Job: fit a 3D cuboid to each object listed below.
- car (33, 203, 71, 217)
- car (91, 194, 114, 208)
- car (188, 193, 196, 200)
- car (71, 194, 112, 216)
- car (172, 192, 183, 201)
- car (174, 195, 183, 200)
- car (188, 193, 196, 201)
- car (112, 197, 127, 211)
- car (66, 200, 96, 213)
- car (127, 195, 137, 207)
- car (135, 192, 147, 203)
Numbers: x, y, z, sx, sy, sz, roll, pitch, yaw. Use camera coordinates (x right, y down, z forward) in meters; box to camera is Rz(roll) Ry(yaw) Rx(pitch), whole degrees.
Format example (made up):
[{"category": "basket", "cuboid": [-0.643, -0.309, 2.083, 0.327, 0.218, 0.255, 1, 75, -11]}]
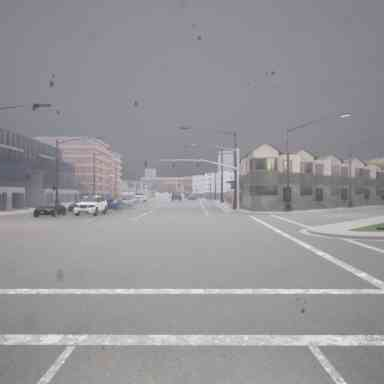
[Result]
[{"category": "car", "cuboid": [-14.125, 1.751, 33.308, 1.994, 1.385, 4.181, 0, 0, 0]}, {"category": "car", "cuboid": [-14.131, 1.341, 52.724, 2.150, 2.045, 5.566, 0, 1, 0]}, {"category": "car", "cuboid": [-0.066, 1.138, 87.751, 2.097, 1.767, 4.553, 0, -2, 0]}, {"category": "car", "cuboid": [-10.625, 1.417, 35.315, 2.150, 2.045, 5.566, 0, 0, 1]}, {"category": "car", "cuboid": [-3.557, 1.050, 77.078, 2.150, 2.045, 5.566, 0, 0, 0]}, {"category": "car", "cuboid": [-3.566, 1.477, 87.771, 2.128, 1.511, 4.902, 0, -2, 0]}, {"category": "car", "cuboid": [-0.058, 1.419, 77.792, 1.895, 1.301, 4.718, 0, -1, 0]}, {"category": "car", "cuboid": [-10.631, 1.675, 45.052, 1.882, 1.535, 5.008, 0, 0, 0]}, {"category": "car", "cuboid": [-14.131, 1.762, 42.543, 2.033, 1.411, 5.357, 0, 0, 0]}, {"category": "car", "cuboid": [-10.631, 1.624, 54.136, 1.812, 1.442, 4.674, 0, 1, 0]}, {"category": "car", "cuboid": [-10.562, 1.083, 67.659, 2.150, 2.045, 5.566, 0, 1, 0]}]
